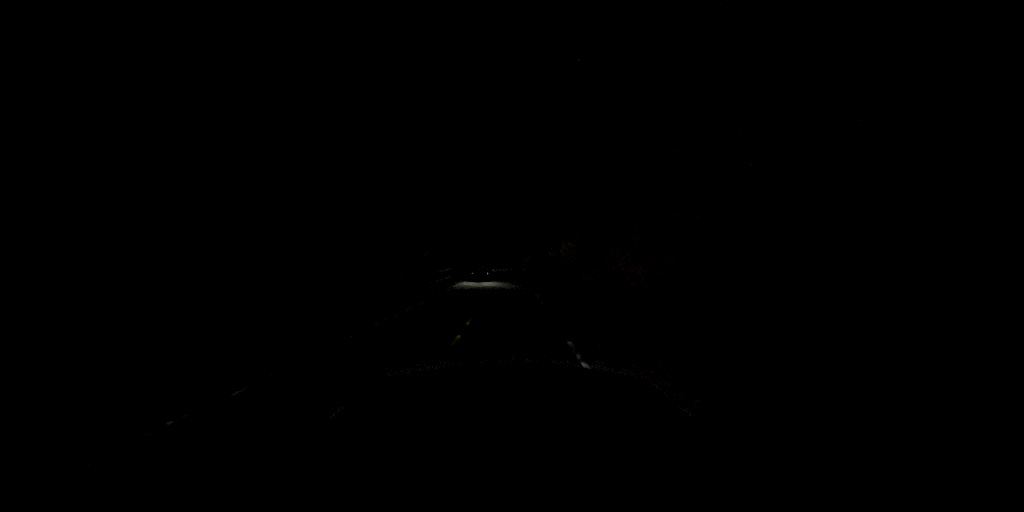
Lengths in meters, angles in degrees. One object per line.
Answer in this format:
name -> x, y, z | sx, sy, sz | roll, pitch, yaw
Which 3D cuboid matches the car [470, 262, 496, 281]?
car -> -2.846, 1.555, 34.112 | 1.882, 1.535, 5.008 | 0, -1, 0
